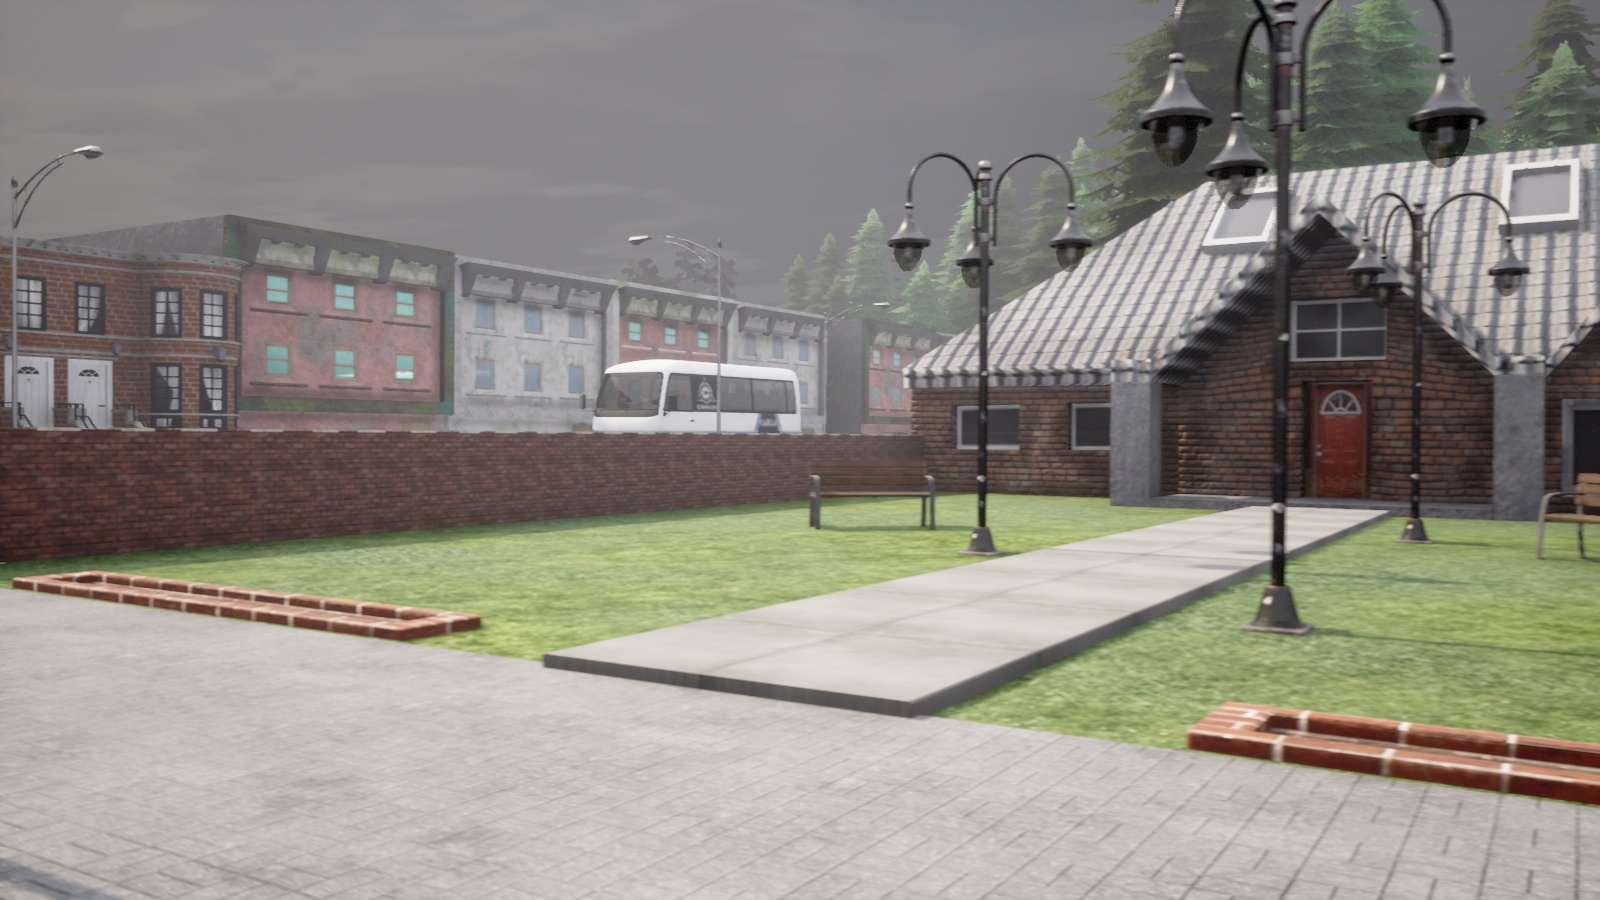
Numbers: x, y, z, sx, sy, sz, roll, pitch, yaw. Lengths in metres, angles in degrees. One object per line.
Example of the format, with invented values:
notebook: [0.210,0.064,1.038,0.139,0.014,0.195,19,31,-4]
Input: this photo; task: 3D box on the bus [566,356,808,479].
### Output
bus: [-4.101,-1.236,49.134,3.944,4.253,10.273,0,1,32]
